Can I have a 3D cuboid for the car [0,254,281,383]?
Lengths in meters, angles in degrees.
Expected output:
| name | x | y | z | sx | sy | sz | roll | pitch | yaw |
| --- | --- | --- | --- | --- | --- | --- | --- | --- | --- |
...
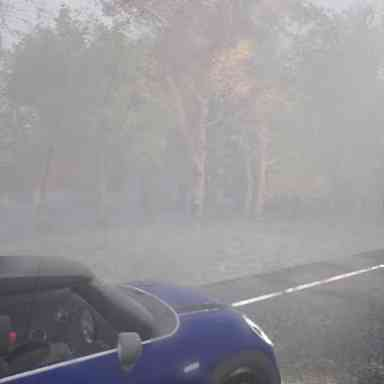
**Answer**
| name | x | y | z | sx | sy | sz | roll | pitch | yaw |
| --- | --- | --- | --- | --- | --- | --- | --- | --- | --- |
| car | -1.347 | 1.352 | 2.787 | 4.553 | 1.767 | 2.097 | 0 | 0 | -35 |
